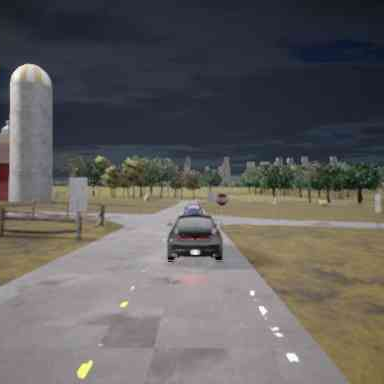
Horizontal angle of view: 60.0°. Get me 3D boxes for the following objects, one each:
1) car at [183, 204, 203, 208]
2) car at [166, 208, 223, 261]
[{"bbox_3d":[0.126,1.897,32.845,1.812,1.442,4.674,1,-1,0],"label":"car"},{"bbox_3d":[0.097,1.577,12.496,1.837,1.490,4.892,0,0,0],"label":"car"}]
